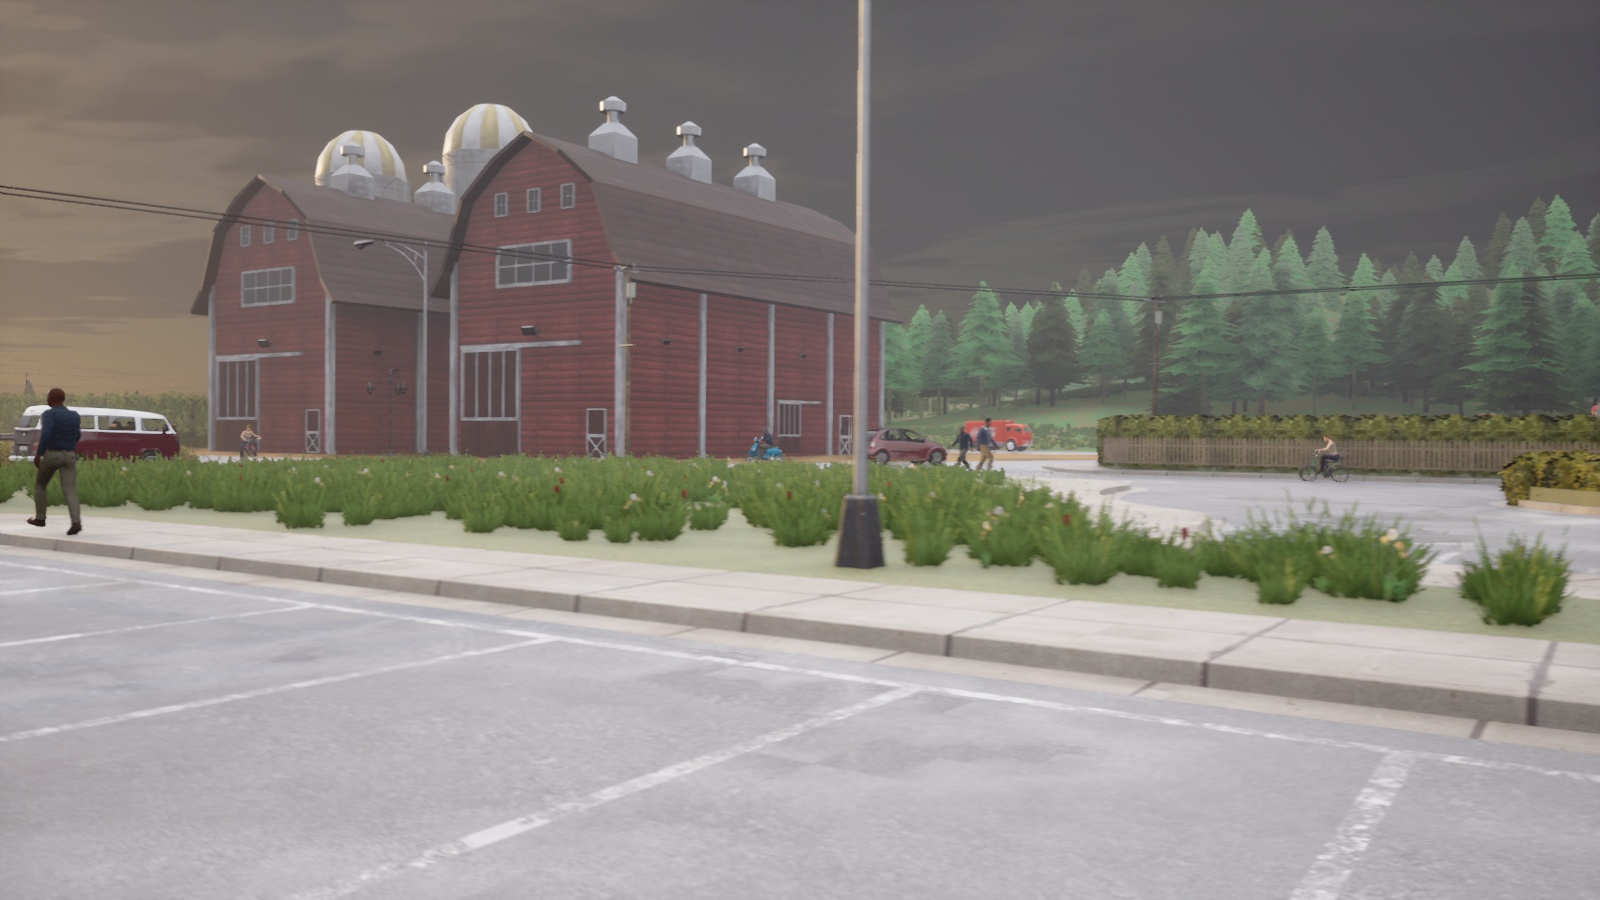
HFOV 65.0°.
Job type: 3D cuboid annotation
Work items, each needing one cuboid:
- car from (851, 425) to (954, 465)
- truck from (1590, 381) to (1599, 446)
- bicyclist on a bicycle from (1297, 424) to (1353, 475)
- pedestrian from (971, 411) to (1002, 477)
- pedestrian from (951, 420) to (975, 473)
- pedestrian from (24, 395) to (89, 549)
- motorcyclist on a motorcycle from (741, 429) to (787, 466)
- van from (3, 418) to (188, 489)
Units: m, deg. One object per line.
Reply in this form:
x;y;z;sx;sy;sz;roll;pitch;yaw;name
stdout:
4.408;-0.239;53.784;3.988;1.617;1.851;-1;1;-26;car
52.408;-2.052;74.928;8.468;3.827;2.891;2;-1;21;truck
16.886;-0.037;40.422;1.509;1.612;0.866;0;1;35;bicyclist on a bicycle
5.542;-0.172;37.251;0.788;1.949;0.423;0;1;35;pedestrian
5.639;-0.126;43.523;0.726;1.842;0.402;-1;1;-33;pedestrian
-9.082;0.259;15.347;0.726;1.835;0.370;0;1;33;pedestrian
-1.571;-0.126;54.870;1.817;1.590;0.866;-1;1;-24;motorcyclist on a motorcycle
-21.483;0.115;38.479;2.069;2.038;4.480;0;0;34;van
